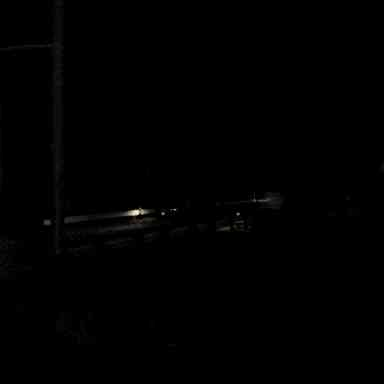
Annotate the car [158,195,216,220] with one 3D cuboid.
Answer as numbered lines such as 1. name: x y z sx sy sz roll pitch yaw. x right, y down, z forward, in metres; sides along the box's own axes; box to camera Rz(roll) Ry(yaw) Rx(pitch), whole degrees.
1. car: -0.283 1.027 23.449 2.128 1.511 4.902 0 3 41
